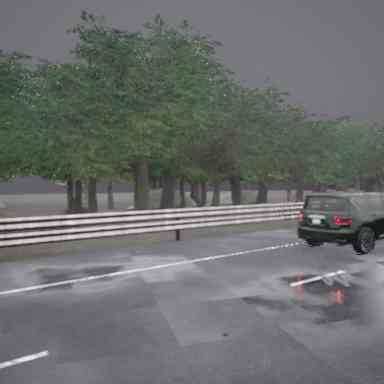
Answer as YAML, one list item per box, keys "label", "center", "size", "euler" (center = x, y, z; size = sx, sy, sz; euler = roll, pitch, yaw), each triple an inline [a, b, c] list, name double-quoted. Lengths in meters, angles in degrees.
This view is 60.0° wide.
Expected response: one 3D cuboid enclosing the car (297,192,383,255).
- label: "car"
  center: [6.347, 1.006, 12.458]
  size: [5.566, 2.045, 2.150]
  euler: [-1, 1, -33]
